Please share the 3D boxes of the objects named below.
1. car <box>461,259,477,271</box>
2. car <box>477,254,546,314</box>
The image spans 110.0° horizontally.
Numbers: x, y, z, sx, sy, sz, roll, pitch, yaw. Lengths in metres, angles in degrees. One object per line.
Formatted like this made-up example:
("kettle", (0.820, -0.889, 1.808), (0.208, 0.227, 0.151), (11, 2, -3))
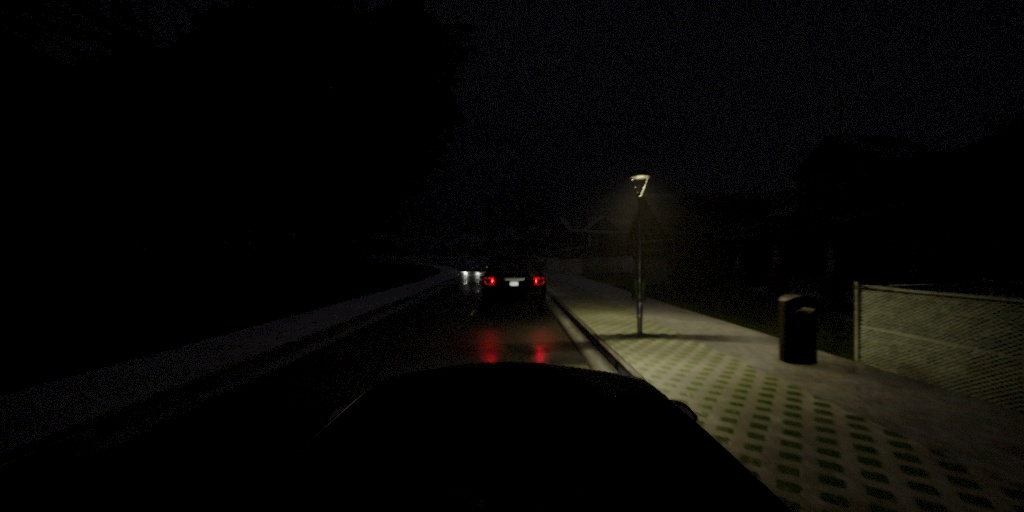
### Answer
("car", (-5.276, 1.152, 45.501), (1.812, 1.442, 4.674), (0, 0, -13))
("car", (0.080, 0.969, 13.869), (2.150, 2.045, 5.566), (0, 0, 0))
